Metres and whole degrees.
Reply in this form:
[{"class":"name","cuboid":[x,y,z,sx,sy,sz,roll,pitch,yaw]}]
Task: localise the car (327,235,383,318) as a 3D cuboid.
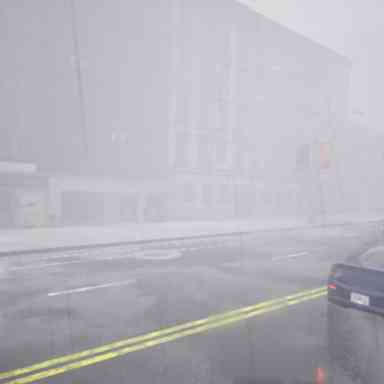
[{"class":"car","cuboid":[4.593,1.584,6.724,4.674,1.442,1.812,1,0,-36]}]
